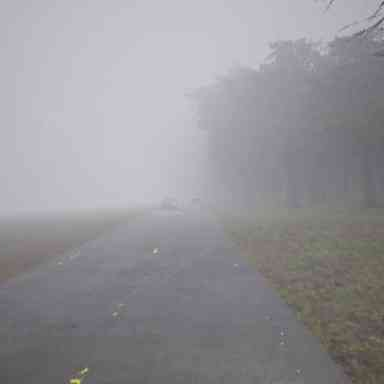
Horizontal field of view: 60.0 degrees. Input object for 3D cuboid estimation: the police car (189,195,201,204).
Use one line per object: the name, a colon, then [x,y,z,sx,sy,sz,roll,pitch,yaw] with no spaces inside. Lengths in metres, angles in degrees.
police car: [0.836,1.588,67.922,1.930,1.638,5.238,0,0,0]

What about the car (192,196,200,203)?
car: [0.837,1.736,77.814,1.882,1.535,5.008,0,-1,0]

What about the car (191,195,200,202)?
car: [0.837,1.682,83.788,2.097,1.767,4.553,0,-1,0]

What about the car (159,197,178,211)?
car: [-2.832,1.380,40.984,2.097,1.767,4.553,0,0,0]
